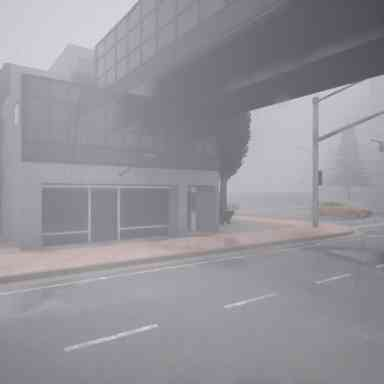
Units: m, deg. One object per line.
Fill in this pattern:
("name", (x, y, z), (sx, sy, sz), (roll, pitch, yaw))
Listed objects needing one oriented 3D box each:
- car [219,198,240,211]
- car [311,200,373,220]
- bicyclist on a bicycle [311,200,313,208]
("car", (3.791, 1.526, 40.641), (1.812, 1.442, 4.674), (0, 0, -36))
("car", (12.699, 1.478, 28.426), (1.882, 1.535, 5.008), (0, 0, -37))
("bicyclist on a bicycle", (15.798, 1.301, 42.754), (1.656, 1.620, 0.582), (0, 0, -36))
